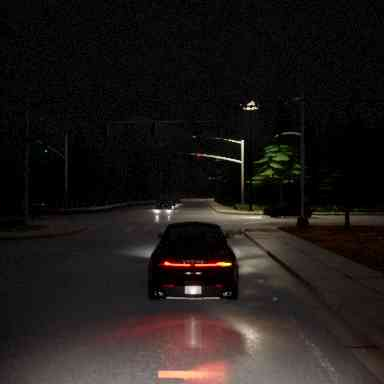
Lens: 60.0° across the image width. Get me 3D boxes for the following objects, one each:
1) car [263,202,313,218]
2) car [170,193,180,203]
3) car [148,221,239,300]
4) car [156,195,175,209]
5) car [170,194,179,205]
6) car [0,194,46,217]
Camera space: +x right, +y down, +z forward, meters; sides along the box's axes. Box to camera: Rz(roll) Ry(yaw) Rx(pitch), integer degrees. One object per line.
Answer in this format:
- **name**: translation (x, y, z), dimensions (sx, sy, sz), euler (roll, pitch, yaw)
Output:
- **car**: translation (8.507, 1.583, 29.630), dimensions (4.181, 1.385, 1.994), euler (0, 0, 1)
- **car**: translation (-3.507, 1.206, 65.395), dimensions (2.150, 2.045, 5.566), euler (0, 0, 1)
- **car**: translation (0.039, 1.499, 8.374), dimensions (1.837, 1.490, 4.892), euler (0, 0, 0)
- **car**: translation (-3.647, 1.494, 44.317), dimensions (1.837, 1.490, 4.892), euler (0, 0, 0)
- **car**: translation (-3.642, 1.534, 54.764), dimensions (2.033, 1.411, 5.357), euler (0, 0, 0)
- **car**: translation (-16.128, 1.242, 30.046), dimensions (5.566, 2.045, 2.150), euler (0, 0, 1)
